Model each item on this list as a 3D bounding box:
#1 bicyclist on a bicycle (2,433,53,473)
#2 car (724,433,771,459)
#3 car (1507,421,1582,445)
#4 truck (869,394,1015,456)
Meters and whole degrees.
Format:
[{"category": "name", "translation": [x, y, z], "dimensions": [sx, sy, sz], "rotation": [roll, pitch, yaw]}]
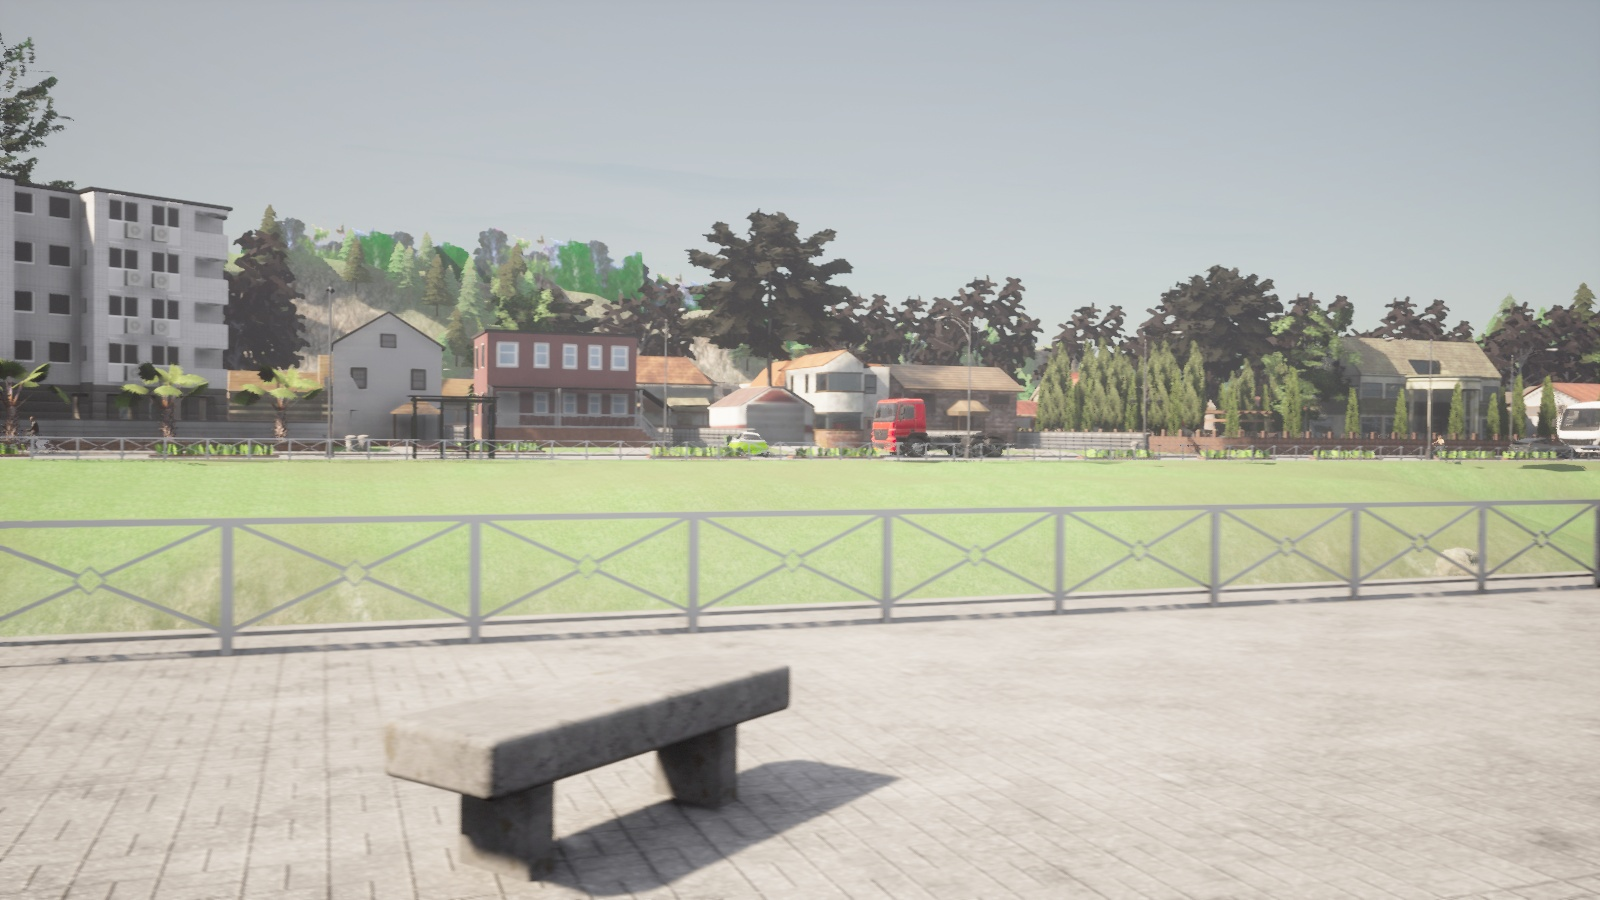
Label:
[{"category": "bicyclist on a bicycle", "translation": [-34.789, 0.124, 56.572], "dimensions": [1.843, 1.776, 0.659], "rotation": [-1, 1, -21]}, {"category": "car", "translation": [-2.894, -0.233, 68.675], "dimensions": [2.207, 1.376, 1.481], "rotation": [-1, 1, -21]}, {"category": "car", "translation": [50.102, -1.172, 84.502], "dimensions": [4.514, 1.525, 2.007], "rotation": [-1, 1, -21]}, {"category": "truck", "translation": [8.227, -1.459, 72.881], "dimensions": [7.936, 3.462, 2.891], "rotation": [-1, 1, -21]}]
